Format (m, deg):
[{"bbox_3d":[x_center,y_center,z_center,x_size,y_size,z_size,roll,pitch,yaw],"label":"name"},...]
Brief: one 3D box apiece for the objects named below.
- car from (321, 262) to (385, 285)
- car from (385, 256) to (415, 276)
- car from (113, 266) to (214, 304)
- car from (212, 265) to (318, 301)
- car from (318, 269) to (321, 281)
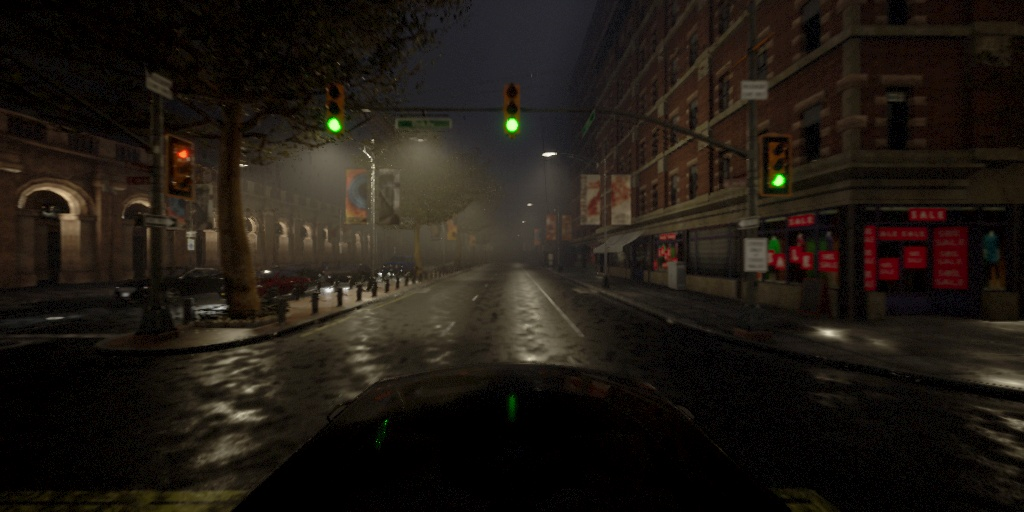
[{"bbox_3d":[-11.529,1.305,26.484,2.033,1.411,5.357,0,0,0],"label":"car"},{"bbox_3d":[-11.502,0.982,36.985,2.150,2.045,5.566,0,0,0],"label":"car"},{"bbox_3d":[-15.086,1.245,16.455,2.128,1.511,4.902,0,0,0],"label":"car"},{"bbox_3d":[-11.584,1.318,17.242,1.994,1.385,4.181,0,0,0],"label":"car"},{"bbox_3d":[-15.034,1.321,25.339,1.994,1.385,4.181,0,0,1],"label":"car"}]
